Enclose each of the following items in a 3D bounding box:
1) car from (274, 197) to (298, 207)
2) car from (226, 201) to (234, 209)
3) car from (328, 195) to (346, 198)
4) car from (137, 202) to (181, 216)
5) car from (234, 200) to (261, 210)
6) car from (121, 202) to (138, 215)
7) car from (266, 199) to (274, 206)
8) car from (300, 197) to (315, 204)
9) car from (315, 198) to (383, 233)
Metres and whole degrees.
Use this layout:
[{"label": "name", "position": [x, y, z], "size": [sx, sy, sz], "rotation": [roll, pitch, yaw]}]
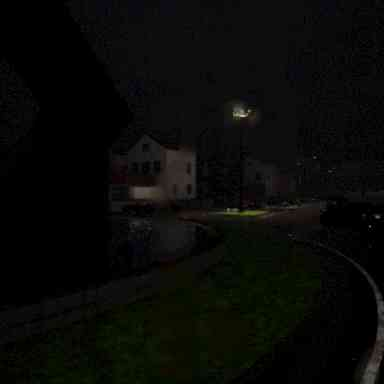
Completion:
[{"label": "car", "position": [17.454, 1.909, 61.388], "size": [1.837, 1.490, 4.892], "rotation": [-1, -1, 35]}, {"label": "car", "position": [7.569, 1.969, 53.380], "size": [2.033, 1.411, 5.357], "rotation": [-1, -1, 36]}, {"label": "car", "position": [18.695, 1.443, 42.461], "size": [2.150, 2.045, 5.566], "rotation": [-1, -1, 33]}, {"label": "car", "position": [-3.451, 1.907, 38.009], "size": [4.674, 1.442, 1.812], "rotation": [0, 0, -33]}, {"label": "car", "position": [8.563, 1.898, 48.976], "size": [1.812, 1.442, 4.674], "rotation": [-1, -1, 39]}, {"label": "car", "position": [-6.136, 1.919, 40.464], "size": [4.902, 1.511, 2.128], "rotation": [0, 0, -30]}, {"label": "car", "position": [16.440, 2.053, 66.037], "size": [1.895, 1.301, 4.718], "rotation": [-1, -1, 35]}, {"label": "car", "position": [26.187, 1.940, 74.043], "size": [1.837, 1.490, 4.892], "rotation": [-1, -1, 34]}, {"label": "car", "position": [10.045, 1.454, 20.761], "size": [2.097, 1.767, 4.553], "rotation": [-1, 0, -10]}]
